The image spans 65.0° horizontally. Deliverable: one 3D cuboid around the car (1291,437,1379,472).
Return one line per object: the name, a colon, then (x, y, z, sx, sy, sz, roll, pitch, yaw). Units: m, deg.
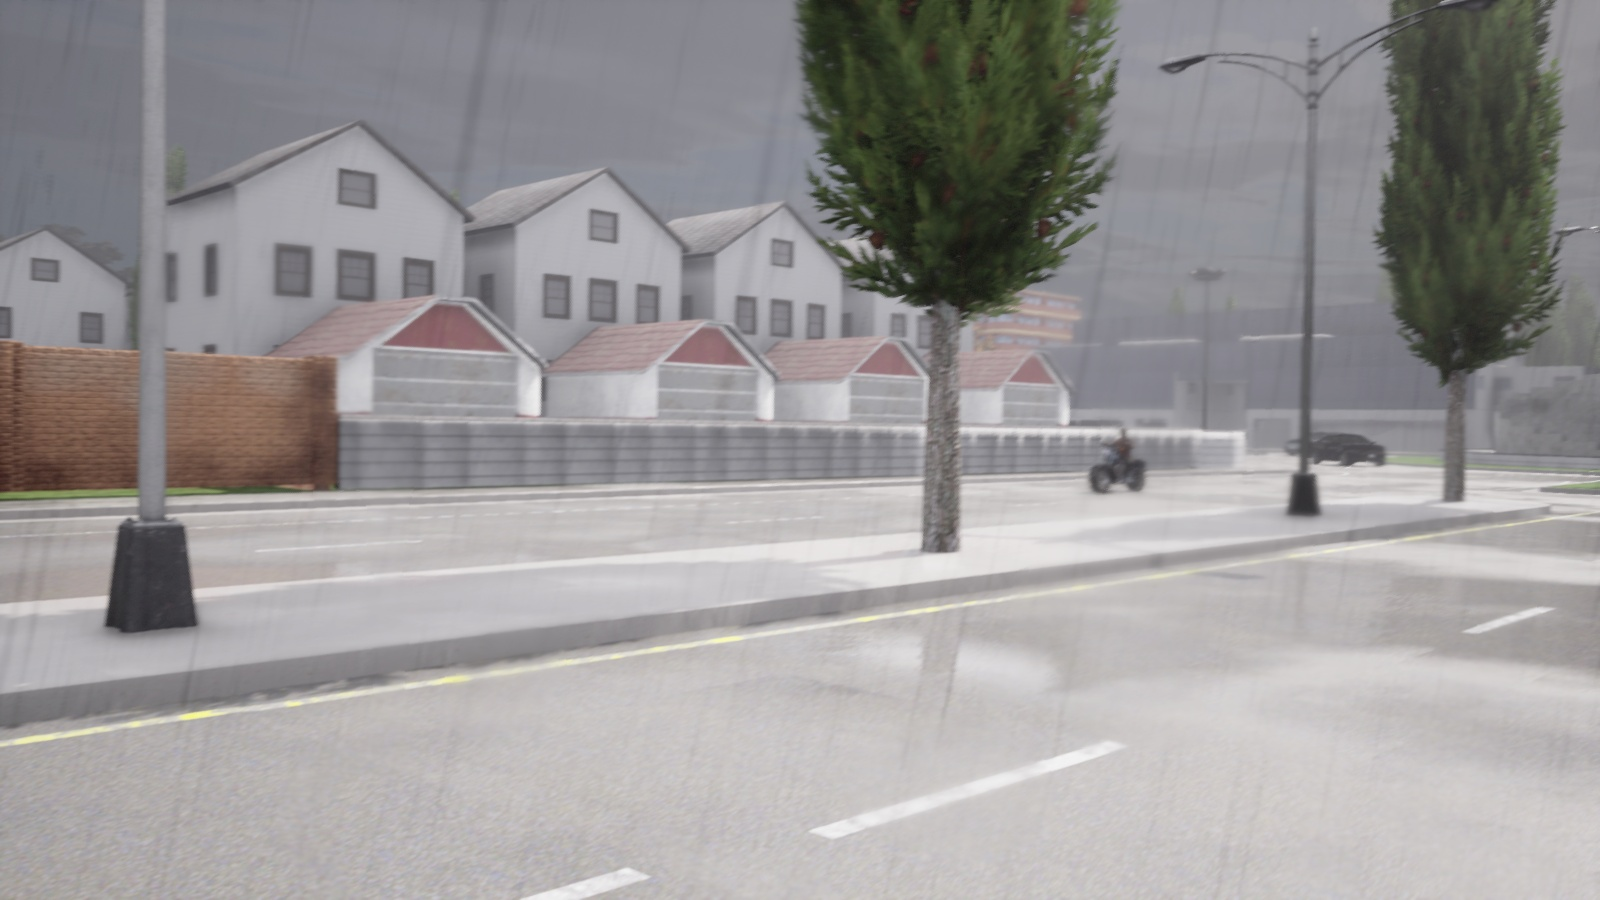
car: (25.239, 0.174, 59.403, 1.882, 1.535, 5.008, 1, 1, -1)

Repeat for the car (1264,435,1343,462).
car: (31.827, -0.113, 79.327, 4.856, 1.649, 2.033, 0, 1, -31)

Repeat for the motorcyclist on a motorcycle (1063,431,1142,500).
motorcyclist on a motorcycle: (7.481, 0.358, 30.993, 0.766, 1.649, 2.350, 2, 2, 45)
